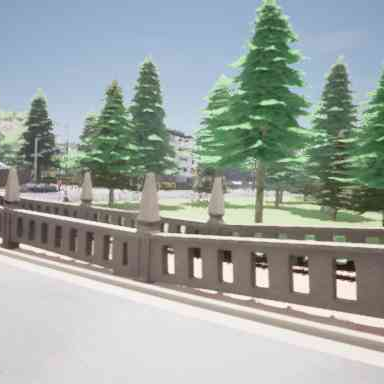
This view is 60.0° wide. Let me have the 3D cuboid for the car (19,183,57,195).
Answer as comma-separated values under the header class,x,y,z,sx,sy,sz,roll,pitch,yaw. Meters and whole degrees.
class,x,y,z,sx,sy,sz,roll,pitch,yaw
car,-19.984,-0.365,42.936,2.128,1.511,4.902,4,2,37
